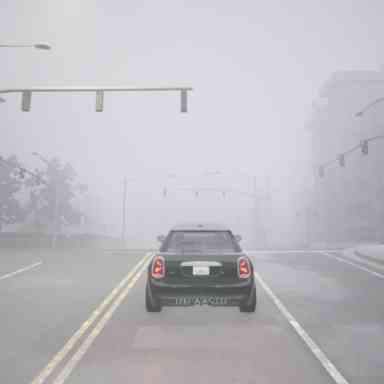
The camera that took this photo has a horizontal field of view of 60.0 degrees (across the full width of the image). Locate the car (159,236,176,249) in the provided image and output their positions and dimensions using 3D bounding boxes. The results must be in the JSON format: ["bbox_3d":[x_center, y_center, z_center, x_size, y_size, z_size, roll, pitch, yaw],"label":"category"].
[{"bbox_3d":[-3.053,6.506,42.398,1.837,1.490,4.892,0,-10,1],"label":"car"}]

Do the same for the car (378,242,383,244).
[{"bbox_3d":[17.233,4.278,26.182,4.892,1.490,1.837,5,-9,1],"label":"car"}]

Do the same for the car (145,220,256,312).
[{"bbox_3d":[0.181,1.487,8.147,2.097,1.767,4.553,0,-1,0],"label":"car"}]
